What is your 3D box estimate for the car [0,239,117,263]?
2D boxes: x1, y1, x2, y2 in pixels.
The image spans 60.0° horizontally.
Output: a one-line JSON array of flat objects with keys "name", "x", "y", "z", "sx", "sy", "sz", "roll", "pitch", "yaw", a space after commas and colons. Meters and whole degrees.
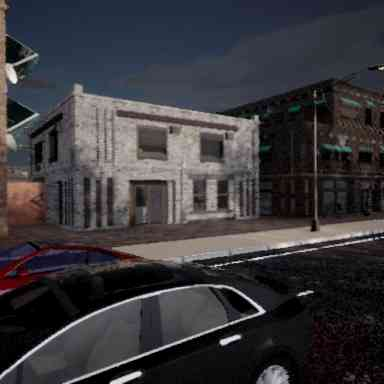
[{"name": "car", "x": -2.639, "y": 1.561, "z": 5.796, "sx": 4.181, "sy": 1.385, "sz": 1.994, "roll": 0, "pitch": 0, "yaw": -36}]

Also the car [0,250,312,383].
[{"name": "car", "x": -0.917, "y": 1.503, "z": 3.032, "sx": 4.892, "sy": 1.490, "sz": 1.837, "roll": 0, "pitch": 0, "yaw": -36}]
